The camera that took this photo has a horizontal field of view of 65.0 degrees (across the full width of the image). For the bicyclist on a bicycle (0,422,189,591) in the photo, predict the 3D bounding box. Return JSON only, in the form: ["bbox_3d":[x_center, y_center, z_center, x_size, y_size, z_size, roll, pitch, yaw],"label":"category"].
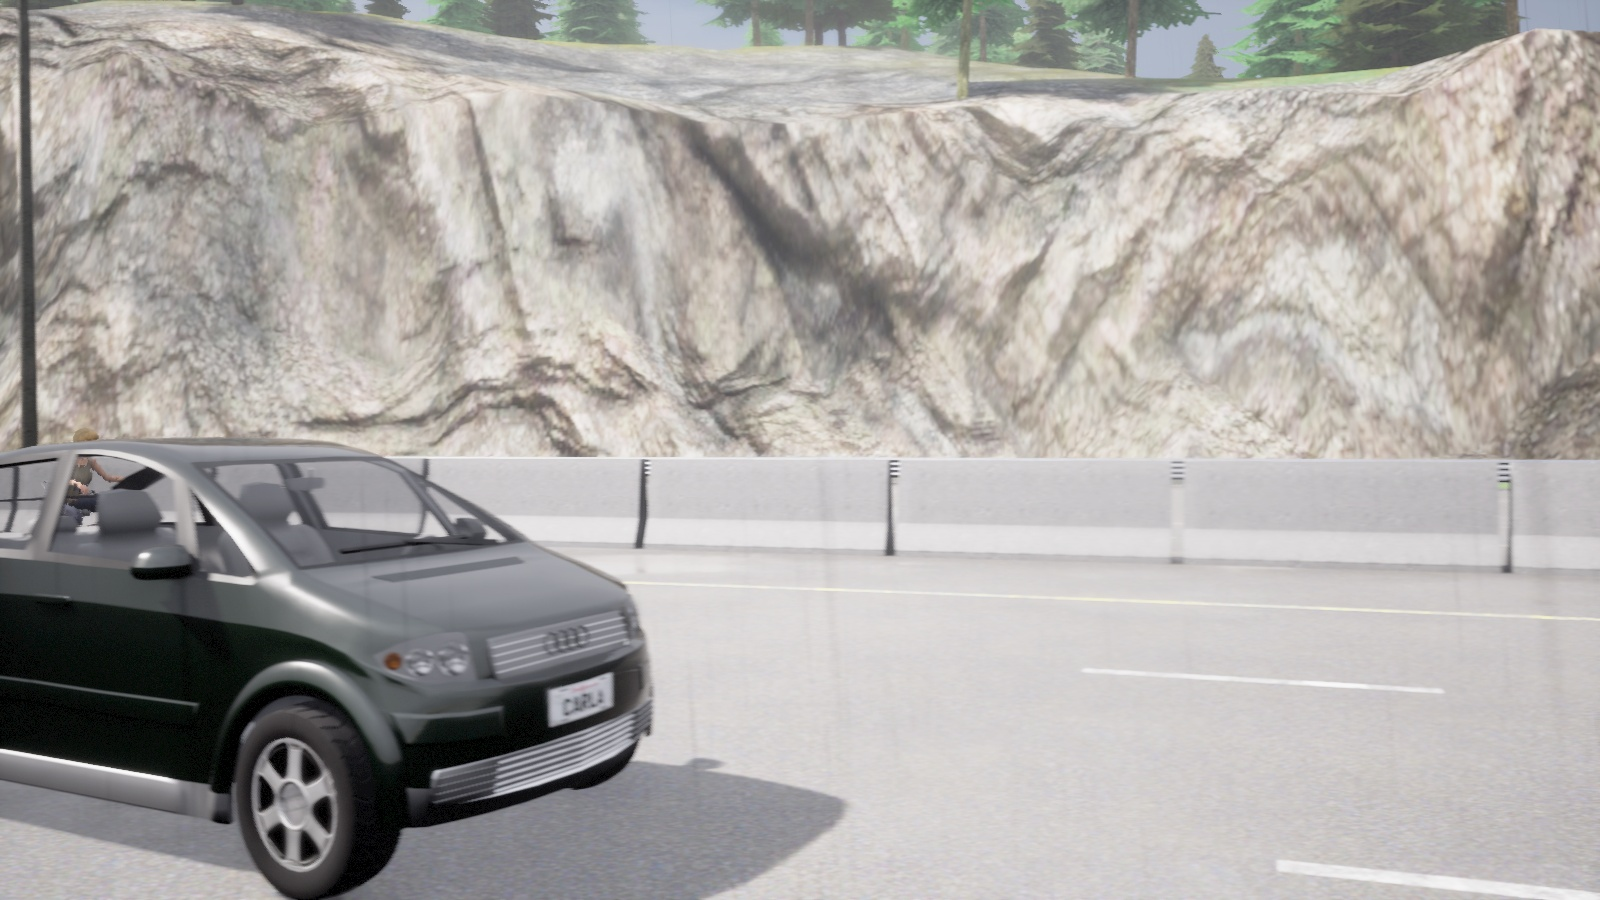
[{"bbox_3d":[-7.090,0.532,12.601,1.509,1.612,0.866,0,1,15],"label":"bicyclist on a bicycle"}]

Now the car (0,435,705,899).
[{"bbox_3d":[-2.469,0.709,5.465,3.705,1.549,1.789,0,1,27],"label":"car"}]
